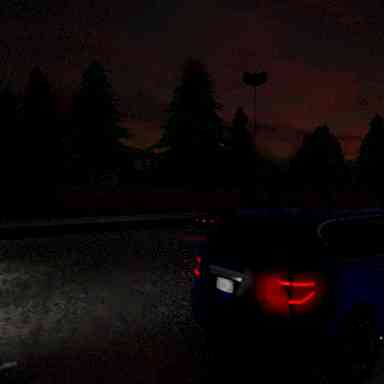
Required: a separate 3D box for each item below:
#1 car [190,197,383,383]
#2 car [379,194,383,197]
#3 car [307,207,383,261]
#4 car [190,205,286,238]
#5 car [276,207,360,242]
[{"bbox_3d":[2.580,1.216,5.589,5.566,2.045,2.150,0,0,-36],"label":"car"},{"bbox_3d":[18.761,1.186,30.040,5.566,2.045,2.150,0,0,-35],"label":"car"},{"bbox_3d":[6.819,1.463,12.917,5.008,1.535,1.882,0,0,-36],"label":"car"},{"bbox_3d":[2.646,1.533,18.538,5.357,1.411,2.033,0,0,-36],"label":"car"},{"bbox_3d":[6.494,1.547,16.985,4.181,1.385,1.994,0,0,-36],"label":"car"}]
